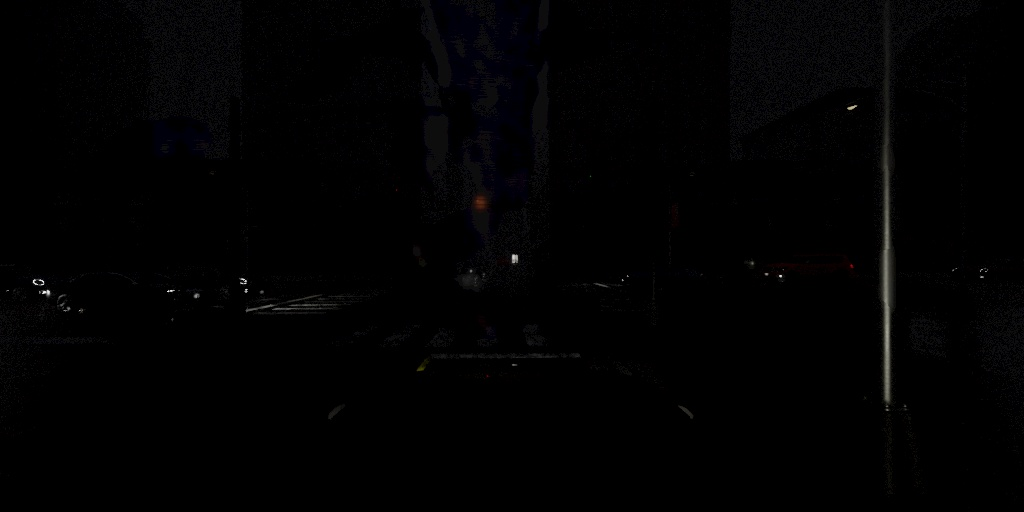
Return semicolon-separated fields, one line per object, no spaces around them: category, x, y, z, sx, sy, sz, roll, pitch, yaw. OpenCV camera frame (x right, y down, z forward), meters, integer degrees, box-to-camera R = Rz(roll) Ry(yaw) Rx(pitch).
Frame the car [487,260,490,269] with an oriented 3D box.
car;-4.288;1.284;47.905;1.837;1.490;4.892;0;0;-2

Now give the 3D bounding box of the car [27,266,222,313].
car;-14.616;1.290;13.797;4.902;1.511;2.128;0;0;-1

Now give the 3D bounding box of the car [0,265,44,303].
car;-23.093;1.183;16.790;4.553;1.767;2.097;0;0;-2

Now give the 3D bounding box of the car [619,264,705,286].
car;10.209;1.243;24.539;5.357;1.411;2.033;0;0;-2

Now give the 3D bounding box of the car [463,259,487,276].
car;-4.001;1.260;37.526;2.128;1.511;4.902;0;0;-2

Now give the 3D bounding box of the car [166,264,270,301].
car;-14.198;1.147;17.067;4.553;1.767;2.097;0;0;-2

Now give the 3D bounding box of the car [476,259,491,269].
car;-4.572;1.282;58.301;2.128;1.511;4.902;0;0;-1

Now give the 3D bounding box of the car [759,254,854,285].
car;20.353;0.881;24.855;5.566;2.045;2.150;0;0;-2

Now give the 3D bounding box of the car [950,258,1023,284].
car;34.017;0.969;25.269;4.553;1.767;2.097;0;0;-2
